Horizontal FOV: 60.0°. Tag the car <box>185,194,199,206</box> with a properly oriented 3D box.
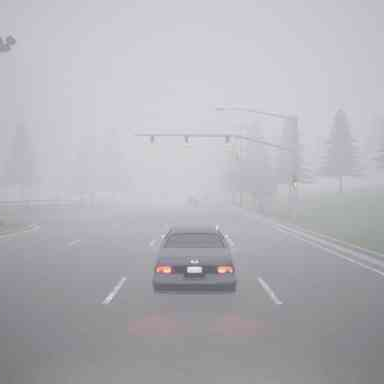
[{"bbox_3d":[-0.008,1.351,52.968,2.097,1.767,4.553,0,0,0],"label":"car"}]

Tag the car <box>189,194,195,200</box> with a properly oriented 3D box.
[{"bbox_3d":[-0.010,1.309,94.031,1.882,1.535,5.008,0,0,0],"label":"car"}]

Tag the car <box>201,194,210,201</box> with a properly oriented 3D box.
[{"bbox_3d":[3.491,1.491,83.611,1.837,1.490,4.892,0,0,0],"label":"car"}]

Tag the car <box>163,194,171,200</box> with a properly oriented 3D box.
[{"bbox_3d":[-7.010,1.384,94.030,1.994,1.385,4.181,0,0,0],"label":"car"}]

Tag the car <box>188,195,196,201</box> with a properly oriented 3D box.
[{"bbox_3d":[-0.009,1.531,83.611,2.033,1.411,5.357,0,0,0],"label":"car"}]

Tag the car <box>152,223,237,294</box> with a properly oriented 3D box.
[{"bbox_3d":[0.065,1.547,8.929,2.033,1.411,5.357,0,0,0],"label":"car"}]

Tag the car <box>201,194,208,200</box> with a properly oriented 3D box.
[{"bbox_3d":[3.490,1.309,94.031,1.882,1.535,5.008,0,0,0],"label":"car"}]

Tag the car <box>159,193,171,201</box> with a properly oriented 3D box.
[{"bbox_3d":[-7.009,1.216,83.640,2.150,2.045,5.566,0,0,0],"label":"car"}]

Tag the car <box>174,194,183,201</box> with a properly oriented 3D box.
[{"bbox_3d":[-3.509,1.516,84.027,1.812,1.442,4.674,0,0,0],"label":"car"}]

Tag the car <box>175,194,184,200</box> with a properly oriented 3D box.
[{"bbox_3d":[-3.510,1.357,94.030,2.128,1.511,4.902,0,0,0],"label":"car"}]
